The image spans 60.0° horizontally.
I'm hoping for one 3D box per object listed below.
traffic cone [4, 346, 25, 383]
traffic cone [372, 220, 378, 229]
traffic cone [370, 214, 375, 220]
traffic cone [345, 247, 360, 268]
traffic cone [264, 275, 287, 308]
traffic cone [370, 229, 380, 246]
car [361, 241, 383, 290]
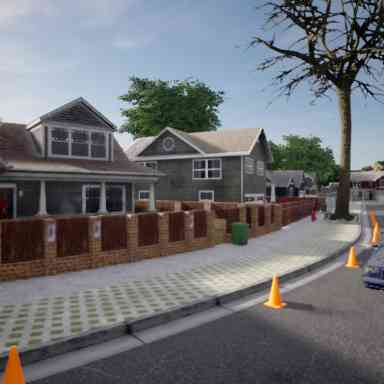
[{"bbox_3d":[-1.919,1.956,3.581,0.340,0.580,0.340,0,0,-37],"label":"traffic cone"},{"bbox_3d":[10.008,1.962,18.019,0.340,0.580,0.340,0,0,27],"label":"traffic cone"},{"bbox_3d":[12.292,1.963,22.467,0.340,0.580,0.340,0,0,27],"label":"traffic cone"},{"bbox_3d":[4.870,1.959,10.095,0.340,0.580,0.340,0,0,40],"label":"traffic cone"},{"bbox_3d":[1.663,1.957,6.642,0.340,0.580,0.340,0,0,-44],"label":"traffic cone"},{"bbox_3d":[7.657,1.960,13.895,0.340,0.580,0.340,0,0,33],"label":"traffic cone"},{"bbox_3d":[5.948,1.551,8.471,2.033,1.411,5.357,0,0,41],"label":"car"}]
